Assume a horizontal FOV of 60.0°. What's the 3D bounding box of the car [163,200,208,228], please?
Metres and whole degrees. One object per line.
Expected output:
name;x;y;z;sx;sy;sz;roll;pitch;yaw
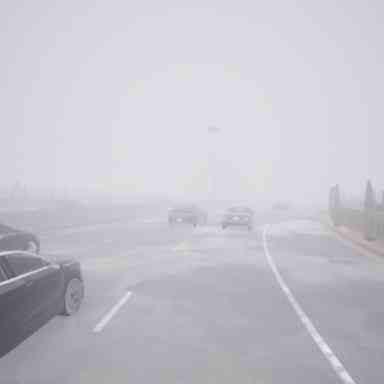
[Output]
car;-0.159;1.509;22.475;2.128;1.511;4.902;0;0;15

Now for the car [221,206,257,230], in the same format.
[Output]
car;3.118;1.580;21.503;2.033;1.411;5.357;0;0;15

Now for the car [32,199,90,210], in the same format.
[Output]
car;-10.317;1.324;25.766;2.097;1.767;4.553;0;0;16

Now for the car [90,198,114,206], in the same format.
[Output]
car;-12.044;1.525;42.013;2.033;1.411;5.357;0;0;24

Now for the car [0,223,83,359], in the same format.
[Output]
car;-3.120;1.480;4.603;2.128;1.511;4.902;0;0;3

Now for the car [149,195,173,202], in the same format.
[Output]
car;-4.510;1.174;49.392;1.837;1.490;4.892;0;0;29

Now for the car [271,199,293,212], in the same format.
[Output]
car;11.121;1.612;41.025;1.812;1.442;4.674;0;0;28

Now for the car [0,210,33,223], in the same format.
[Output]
car;-6.213;1.483;9.327;1.837;1.490;4.892;0;0;6
